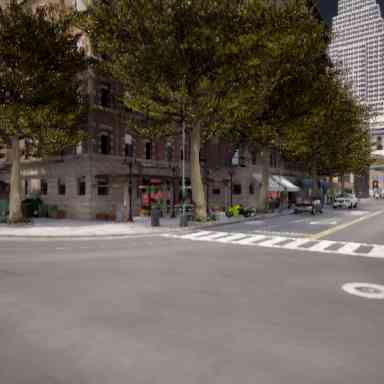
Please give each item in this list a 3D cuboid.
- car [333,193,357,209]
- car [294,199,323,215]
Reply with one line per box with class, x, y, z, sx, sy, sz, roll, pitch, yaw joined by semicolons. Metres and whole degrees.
car;20.705;1.190;44.867;2.435;2.045;5.566;0;0;36
car;11.843;1.441;33.545;2.231;1.521;4.892;0;0;36
